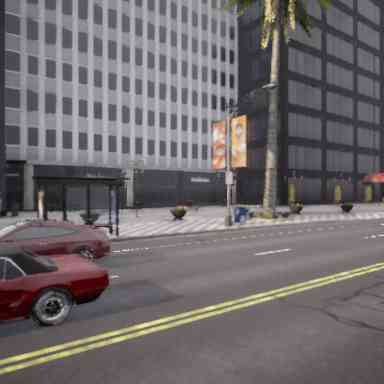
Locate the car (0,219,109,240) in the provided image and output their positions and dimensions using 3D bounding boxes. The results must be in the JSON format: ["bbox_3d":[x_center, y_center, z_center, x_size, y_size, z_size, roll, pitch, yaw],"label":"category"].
[{"bbox_3d":[-4.610,1.525,9.296,4.674,1.442,1.812,0,0,-35],"label":"car"}]

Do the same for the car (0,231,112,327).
[{"bbox_3d":[-3.935,1.600,5.480,4.718,1.301,1.895,0,0,-35],"label":"car"}]
